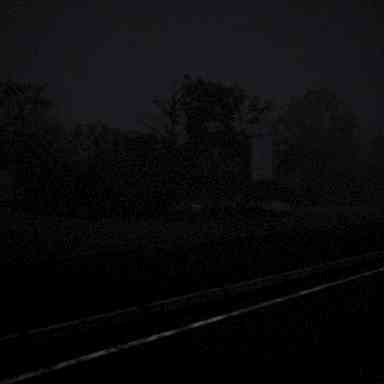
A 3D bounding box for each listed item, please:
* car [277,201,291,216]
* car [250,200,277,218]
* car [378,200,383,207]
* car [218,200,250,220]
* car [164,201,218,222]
[{"bbox_3d":[7.372,1.539,32.326,2.002,1.452,4.674,0,0,-37],"label":"car"},{"bbox_3d":[4.837,1.501,30.459,2.097,1.535,5.008,0,0,-37],"label":"car"},{"bbox_3d":[30.268,1.490,49.273,2.097,1.535,5.008,0,0,-36],"label":"car"},{"bbox_3d":[2.212,1.504,28.502,2.231,1.521,4.892,0,0,-37],"label":"car"},{"bbox_3d":[-0.422,1.544,26.554,2.002,1.452,4.674,0,0,-36],"label":"car"}]
